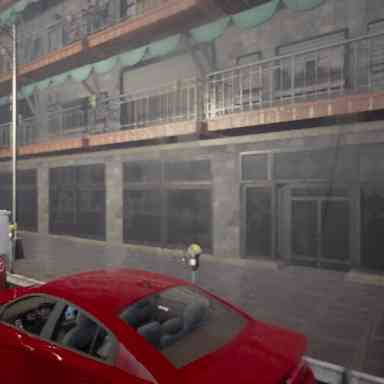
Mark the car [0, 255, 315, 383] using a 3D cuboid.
[{"bbox_3d":[-1.055,1.544,3.629,4.507,1.381,1.887,0,0,36],"label":"car"}]
